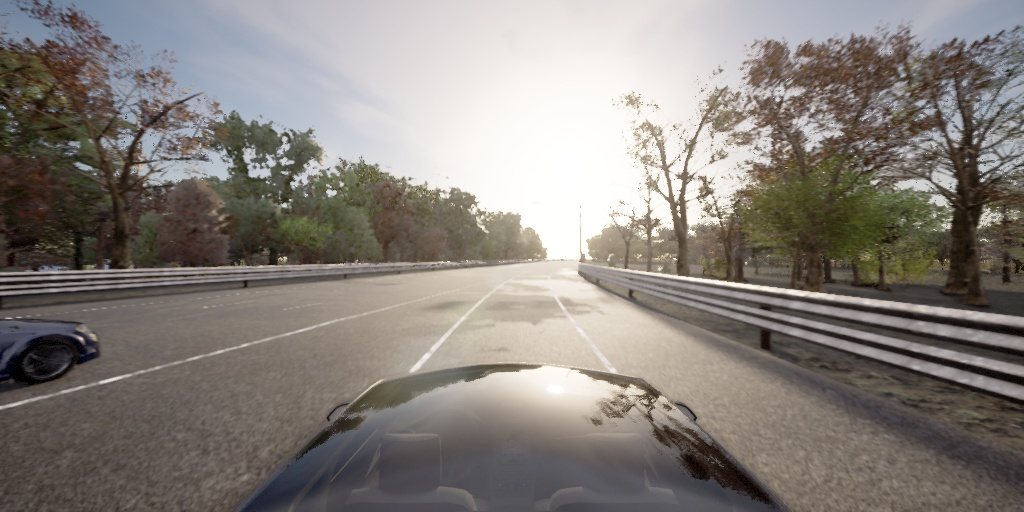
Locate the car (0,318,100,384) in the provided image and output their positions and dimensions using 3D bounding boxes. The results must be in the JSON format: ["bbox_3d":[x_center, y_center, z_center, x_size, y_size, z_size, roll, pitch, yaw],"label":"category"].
[{"bbox_3d":[-8.443,1.278,4.576,1.994,1.385,4.181,0,-1,11],"label":"car"}]
